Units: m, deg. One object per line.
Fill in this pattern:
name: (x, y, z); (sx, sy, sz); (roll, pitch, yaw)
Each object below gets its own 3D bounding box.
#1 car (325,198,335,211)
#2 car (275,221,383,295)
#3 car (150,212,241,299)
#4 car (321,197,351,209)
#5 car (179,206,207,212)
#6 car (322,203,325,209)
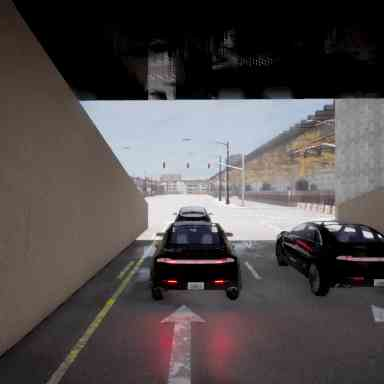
car: (17.332, 1.453, 35.542); (2.038, 1.542, 4.974); (0, 0, -35)
car: (3.567, 1.492, 8.680); (2.128, 1.511, 4.902); (0, 0, 0)
car: (0.067, 1.492, 8.467); (2.128, 1.511, 4.902); (0, 0, 0)
car: (17.460, 1.295, 40.186); (1.853, 1.218, 4.536); (0, 0, 45)
car: (0.049, 1.505, 17.587); (1.837, 1.490, 4.892); (0, 0, 0)
car: (17.424, 1.452, 40.149); (2.038, 1.542, 4.974); (0, 0, 45)
